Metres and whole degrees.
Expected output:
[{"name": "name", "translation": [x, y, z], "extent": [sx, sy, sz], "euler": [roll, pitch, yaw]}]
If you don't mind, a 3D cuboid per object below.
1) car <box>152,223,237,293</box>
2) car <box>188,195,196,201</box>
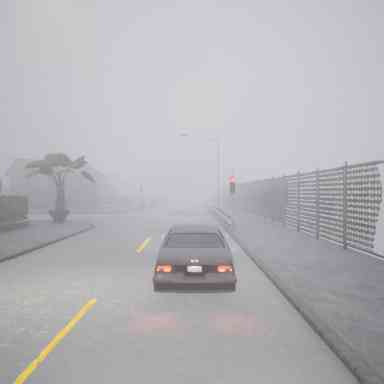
[{"name": "car", "translation": [0.072, 1.547, 8.994], "extent": [2.033, 1.411, 5.357], "euler": [0, 0, 1]}, {"name": "car", "translation": [0.083, 1.552, 86.644], "extent": [1.994, 1.385, 4.181], "euler": [0, 0, 0]}]
